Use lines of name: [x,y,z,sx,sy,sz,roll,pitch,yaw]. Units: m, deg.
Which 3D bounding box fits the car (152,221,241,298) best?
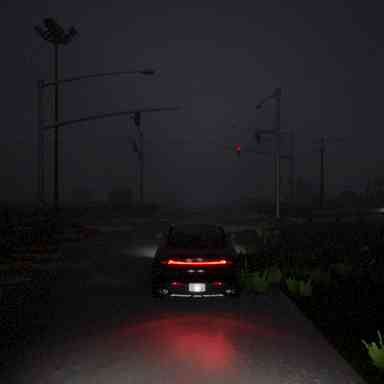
car: [0.093,1.505,8.522,1.837,1.490,4.892,0,0,0]
